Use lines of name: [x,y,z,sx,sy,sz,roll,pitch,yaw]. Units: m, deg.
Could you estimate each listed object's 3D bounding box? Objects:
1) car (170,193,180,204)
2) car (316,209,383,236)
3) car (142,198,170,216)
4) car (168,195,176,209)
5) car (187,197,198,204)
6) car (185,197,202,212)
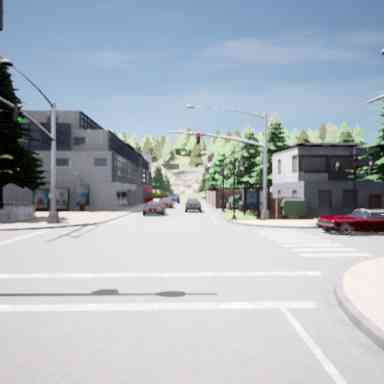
car: [-3.428,1.180,64.036,2.150,2.045,5.566,0,0,0]
car: [9.134,1.569,17.605,4.718,1.301,1.895,0,0,-5]
car: [-3.555,1.541,32.097,1.994,1.385,4.181,0,0,0]
car: [-3.530,1.494,45.338,1.812,1.442,4.674,0,0,0]
car: [0.103,1.556,62.604,1.895,1.301,4.718,0,0,1]
car: [0.150,1.519,38.981,2.033,1.411,5.357,0,0,0]
